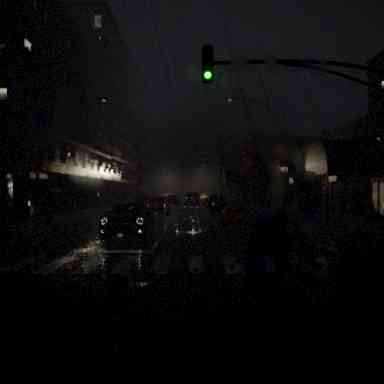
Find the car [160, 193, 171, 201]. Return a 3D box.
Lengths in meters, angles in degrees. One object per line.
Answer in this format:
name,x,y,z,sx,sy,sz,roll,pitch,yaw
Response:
car,-5.637,1.089,71.303,1.967,1.590,4.097,0,0,0

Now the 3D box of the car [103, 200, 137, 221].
car,-5.671,1.394,26.820,1.752,1.417,4.829,0,0,0

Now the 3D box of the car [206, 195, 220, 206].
car,3.184,1.241,50.245,1.812,1.442,4.674,0,0,0

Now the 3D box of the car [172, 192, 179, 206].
car,-2.985,1.213,50.488,1.882,1.535,5.008,0,0,1

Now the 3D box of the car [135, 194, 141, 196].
car,-5.662,1.123,38.067,2.192,1.841,5.009,0,0,0

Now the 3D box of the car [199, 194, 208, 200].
car,2.751,1.123,82.376,2.008,1.369,4.403,0,0,0

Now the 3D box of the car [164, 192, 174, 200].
car,-5.629,0.916,82.381,2.192,1.841,5.009,0,0,0

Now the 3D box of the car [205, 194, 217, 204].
car,3.186,1.187,57.245,1.837,1.490,4.892,0,0,0

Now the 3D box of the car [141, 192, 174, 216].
car,-3.076,1.191,30.555,2.097,1.767,4.553,0,0,0

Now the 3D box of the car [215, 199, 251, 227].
car,2.706,1.394,21.615,1.752,1.417,4.829,0,0,0

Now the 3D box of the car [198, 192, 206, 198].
car,2.760,0.844,93.453,2.192,1.841,5.009,0,0,0

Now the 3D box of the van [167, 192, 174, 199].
van,-5.625,0.920,87.922,1.690,1.788,3.998,0,0,0

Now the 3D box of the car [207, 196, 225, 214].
car,2.714,1.390,32.524,1.802,1.307,4.206,0,0,0

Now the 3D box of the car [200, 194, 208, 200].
car,2.747,1.120,77.007,1.752,1.417,4.829,0,0,0

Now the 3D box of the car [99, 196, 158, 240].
car,-3.083,1.272,16.518,2.097,1.767,4.553,0,0,0

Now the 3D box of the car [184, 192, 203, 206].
car,0.033,0.956,48.698,2.150,2.045,5.566,0,0,0

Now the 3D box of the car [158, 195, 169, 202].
car,-5.641,1.218,65.765,1.887,1.381,4.507,0,0,0

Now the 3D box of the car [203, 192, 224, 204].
car,2.719,1.094,38.061,2.192,1.841,5.009,0,0,0
